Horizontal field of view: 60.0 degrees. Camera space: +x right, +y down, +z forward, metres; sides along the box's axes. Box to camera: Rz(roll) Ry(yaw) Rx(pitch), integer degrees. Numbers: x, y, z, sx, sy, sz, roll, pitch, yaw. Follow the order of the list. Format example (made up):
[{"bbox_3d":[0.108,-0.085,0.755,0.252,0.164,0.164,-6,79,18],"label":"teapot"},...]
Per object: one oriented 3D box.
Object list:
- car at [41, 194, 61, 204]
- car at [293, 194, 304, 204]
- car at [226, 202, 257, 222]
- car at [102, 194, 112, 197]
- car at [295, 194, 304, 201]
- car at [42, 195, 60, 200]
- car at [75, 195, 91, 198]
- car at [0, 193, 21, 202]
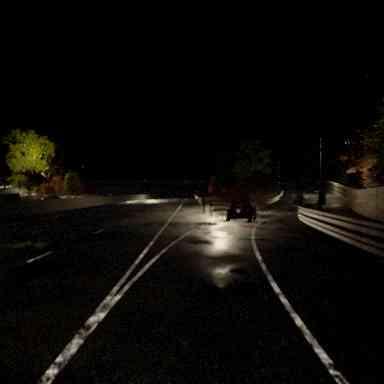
[{"bbox_3d":[-28.084,1.354,66.381,2.097,1.767,4.553,0,0,0],"label":"car"},{"bbox_3d":[22.748,1.849,71.585,1.812,1.442,4.674,0,3,20],"label":"car"},{"bbox_3d":[4.435,1.632,29.144,2.097,1.767,4.553,0,-1,18],"label":"car"},{"bbox_3d":[-21.105,1.180,82.920,2.097,1.767,4.553,0,0,0],"label":"car"},{"bbox_3d":[26.219,1.267,81.034,2.033,1.411,5.357,0,4,19],"label":"car"},{"bbox_3d":[-21.111,1.591,50.474,1.895,1.301,4.718,0,0,0],"label":"car"},{"bbox_3d":[-21.085,1.542,66.651,2.033,1.411,5.357,0,0,0],"label":"car"},{"bbox_3d":[-28.106,1.207,50.308,2.150,2.045,5.566,0,0,1],"label":"car"}]
